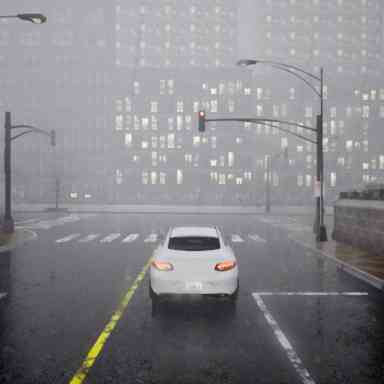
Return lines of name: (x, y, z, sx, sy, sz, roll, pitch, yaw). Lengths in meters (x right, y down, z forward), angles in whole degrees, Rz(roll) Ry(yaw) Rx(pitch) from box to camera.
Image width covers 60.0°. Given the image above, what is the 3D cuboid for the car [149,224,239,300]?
car: (0.056, 1.525, 8.281, 1.812, 1.442, 4.674, 0, 0, 0)
